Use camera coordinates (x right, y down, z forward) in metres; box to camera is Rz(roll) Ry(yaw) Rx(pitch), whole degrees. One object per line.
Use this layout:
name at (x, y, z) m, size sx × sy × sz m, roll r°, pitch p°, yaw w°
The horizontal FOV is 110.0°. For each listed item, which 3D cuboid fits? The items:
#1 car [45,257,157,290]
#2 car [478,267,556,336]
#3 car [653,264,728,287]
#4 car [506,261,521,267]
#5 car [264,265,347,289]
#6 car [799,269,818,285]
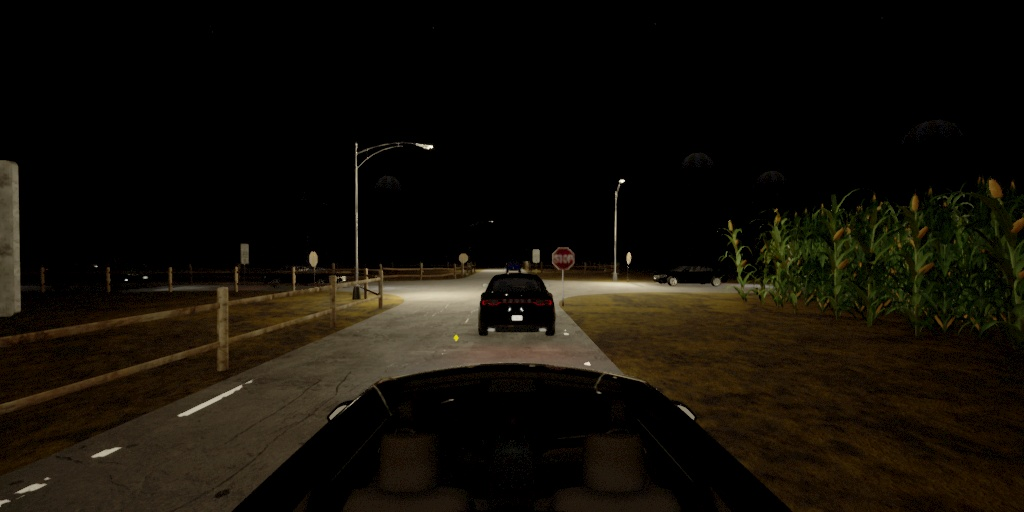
car at (-26.425, 1.069, 23.145) m, size 5.566 × 2.045 × 2.150 m, roll -1°, pitch 1°, yaw 0°
car at (0.119, 1.234, 10.456) m, size 1.882 × 1.535 × 5.008 m, roll 0°, pitch 0°, yaw 0°
car at (12.782, 1.348, 25.818) m, size 5.008 × 1.535 × 1.882 m, roll 0°, pitch 1°, yaw -1°
car at (0.204, 1.448, 50.383) m, size 1.882 × 1.535 × 5.008 m, roll 0°, pitch 0°, yaw 0°
car at (-13.219, 1.307, 23.108) m, size 4.902 × 1.511 × 2.128 m, roll 0°, pitch 1°, yaw 1°
car at (23.204, 1.461, 25.800) m, size 4.902 × 1.511 × 2.128 m, roll 1°, pitch 1°, yaw 0°
